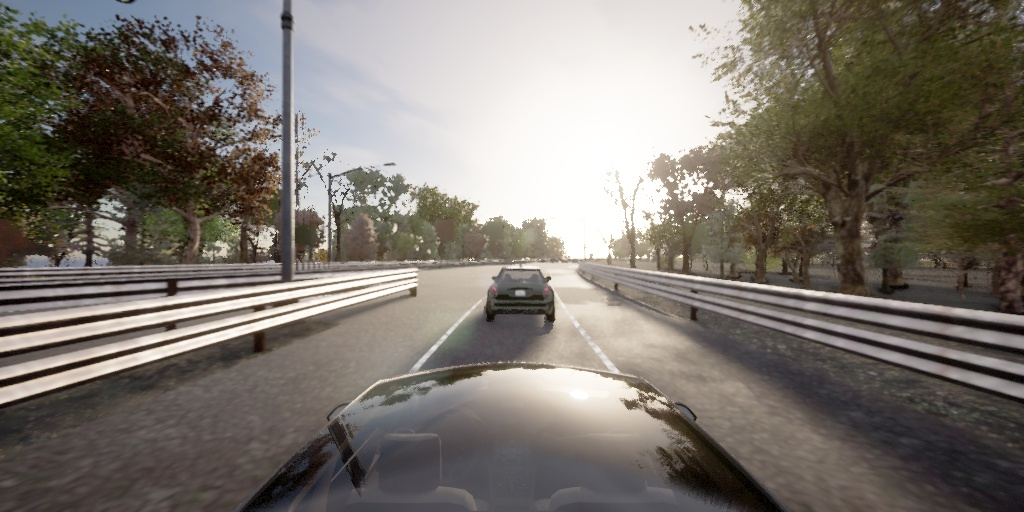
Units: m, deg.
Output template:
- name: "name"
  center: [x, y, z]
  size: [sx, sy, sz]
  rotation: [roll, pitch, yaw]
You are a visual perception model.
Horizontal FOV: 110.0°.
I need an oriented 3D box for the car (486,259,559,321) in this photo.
- name: "car"
  center: [0.330, 1.097, 12.559]
  size: [2.097, 1.767, 4.553]
  rotation: [0, 0, 2]
